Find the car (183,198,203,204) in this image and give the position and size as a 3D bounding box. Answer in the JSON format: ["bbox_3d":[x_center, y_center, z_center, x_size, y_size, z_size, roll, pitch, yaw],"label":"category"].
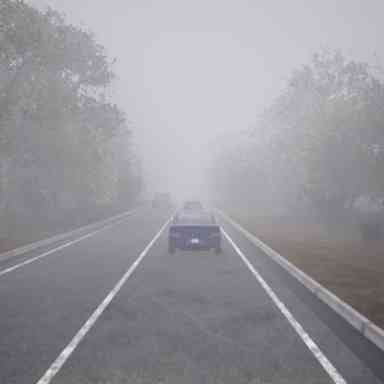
[{"bbox_3d":[0.106,1.368,33.756,2.128,1.511,4.902,0,0,0],"label":"car"}]

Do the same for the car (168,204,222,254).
[{"bbox_3d":[0.103,1.455,13.461,1.882,1.535,5.008,0,0,0],"label":"car"}]

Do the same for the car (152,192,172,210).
[{"bbox_3d":[-3.587,1.054,40.620,2.150,2.045,5.566,0,0,0],"label":"car"}]
